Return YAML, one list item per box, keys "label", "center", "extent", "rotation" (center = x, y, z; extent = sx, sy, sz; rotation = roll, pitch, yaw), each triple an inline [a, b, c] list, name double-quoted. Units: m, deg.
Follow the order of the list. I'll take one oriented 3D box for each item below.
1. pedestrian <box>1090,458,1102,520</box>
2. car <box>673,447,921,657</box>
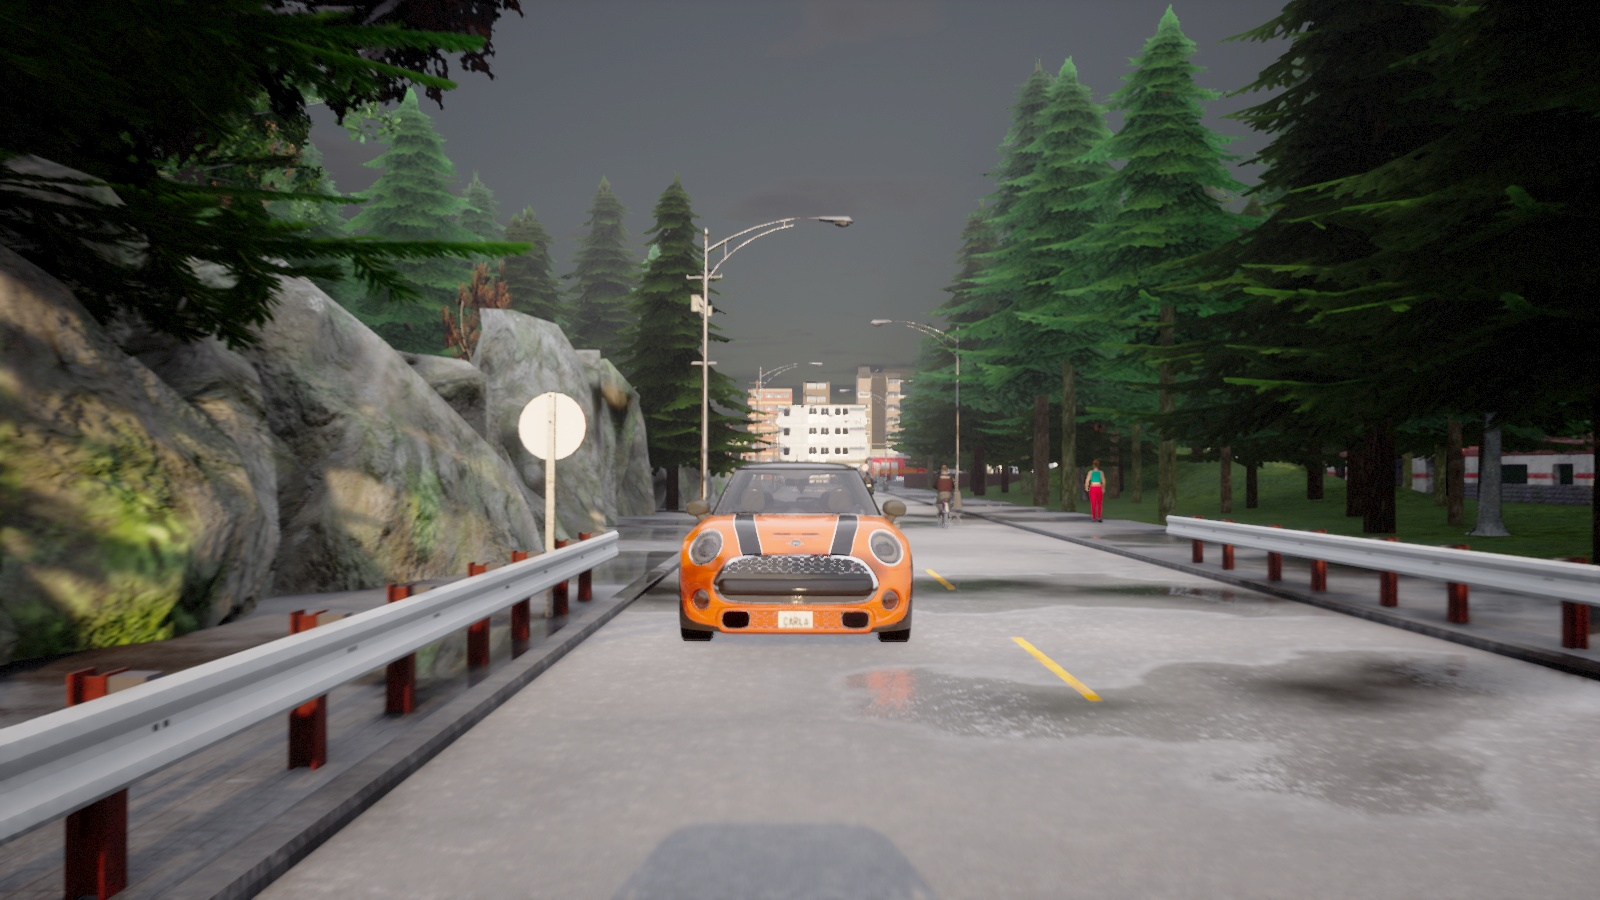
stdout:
- label: "pedestrian"
  center: [8.754, 1.145, 37.159]
  extent: [0.345, 1.836, 0.594]
  rotation: [0, -1, 13]
- label: "car"
  center: [-0.030, 0.901, 12.914]
  extent: [2.097, 1.767, 4.553]
  rotation: [0, -1, 0]
